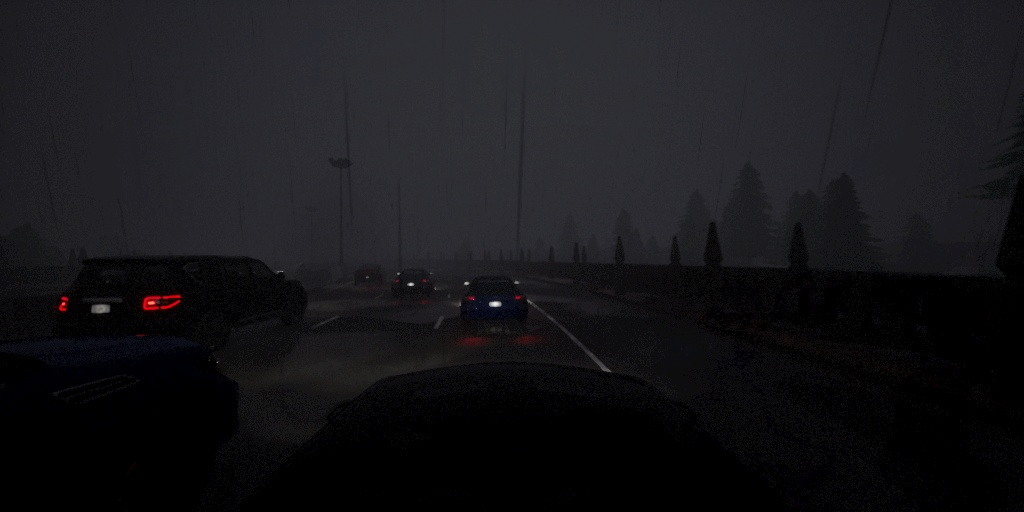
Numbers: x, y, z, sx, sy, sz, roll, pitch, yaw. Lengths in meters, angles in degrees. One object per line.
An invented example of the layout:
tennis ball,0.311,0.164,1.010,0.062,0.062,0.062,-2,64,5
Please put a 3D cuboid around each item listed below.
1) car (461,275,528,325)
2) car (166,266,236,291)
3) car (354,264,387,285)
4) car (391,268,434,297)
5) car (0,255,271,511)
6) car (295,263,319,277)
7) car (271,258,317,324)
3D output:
car,-0.649,1.319,11.959,1.994,1.385,4.181,0,0,-5
car,-20.920,1.428,24.391,1.812,1.442,4.674,0,0,-16
car,-10.593,1.318,27.076,1.882,1.535,5.008,0,0,-15
car,-5.258,1.356,19.347,1.994,1.385,4.181,0,0,-10
car,-3.508,0.985,0.773,2.150,2.045,5.566,0,0,1
car,-23.784,1.528,41.742,2.033,1.411,5.357,0,0,-26
car,-7.329,1.009,8.877,2.150,2.045,5.566,0,0,-5
